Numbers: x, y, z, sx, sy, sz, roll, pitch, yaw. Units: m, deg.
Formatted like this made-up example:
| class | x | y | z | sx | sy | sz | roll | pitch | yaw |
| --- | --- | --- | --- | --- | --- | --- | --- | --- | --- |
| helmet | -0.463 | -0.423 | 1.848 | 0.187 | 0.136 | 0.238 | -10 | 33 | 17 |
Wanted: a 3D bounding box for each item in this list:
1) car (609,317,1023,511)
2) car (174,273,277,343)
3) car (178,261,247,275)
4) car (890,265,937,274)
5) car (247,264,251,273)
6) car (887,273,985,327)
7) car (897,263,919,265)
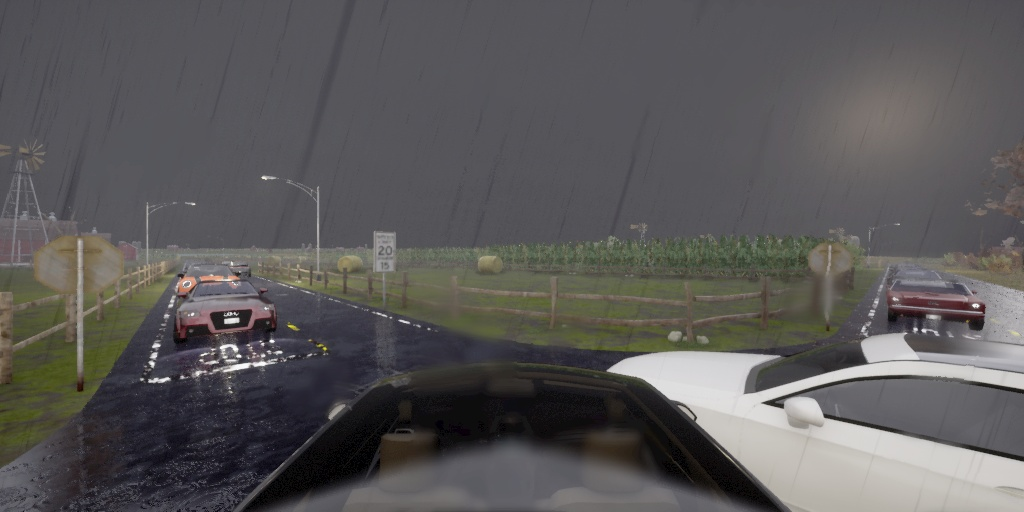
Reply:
| class | x | y | z | sx | sy | sz | roll | pitch | yaw |
| --- | --- | --- | --- | --- | --- | --- | --- | --- | --- |
| car | 2.827 | 1.294 | 2.446 | 1.812 | 1.442 | 4.674 | 0 | 1 | -44 |
| car | -8.000 | 1.356 | 9.965 | 1.994 | 1.385 | 4.181 | 0 | 0 | -43 |
| car | -13.816 | 1.143 | 16.413 | 2.097 | 1.767 | 4.553 | 0 | 0 | -42 |
| car | 20.485 | 1.369 | 18.182 | 5.357 | 1.411 | 2.033 | 0 | 1 | -43 |
| car | -27.201 | 1.290 | 35.559 | 2.128 | 1.511 | 4.902 | 0 | 0 | -42 |
| car | 13.449 | 1.402 | 11.574 | 4.718 | 1.301 | 1.895 | 0 | 1 | -43 |
| car | 27.201 | 1.409 | 24.479 | 4.181 | 1.385 | 1.994 | 0 | 1 | -43 |
